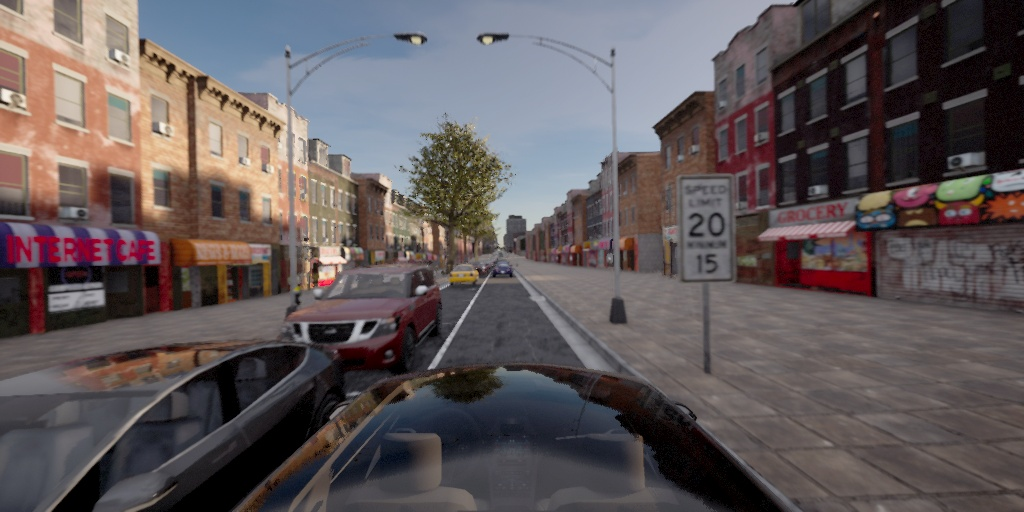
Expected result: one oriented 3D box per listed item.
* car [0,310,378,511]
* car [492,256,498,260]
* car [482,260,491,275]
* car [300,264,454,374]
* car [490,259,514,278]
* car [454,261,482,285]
[{"bbox_3d":[-2.575,1.369,2.214,1.948,1.339,4.313,0,0,-2],"label":"car"},{"bbox_3d":[-1.391,1.233,51.351,2.097,1.767,4.553,-1,0,-1],"label":"car"},{"bbox_3d":[-3.761,1.309,40.916,1.967,1.591,4.097,0,0,-2],"label":"car"},{"bbox_3d":[-2.744,1.117,7.741,2.192,1.841,5.009,0,0,-2],"label":"car"},{"bbox_3d":[-0.906,1.310,35.328,1.812,1.442,4.674,-1,0,-1],"label":"car"},{"bbox_3d":[-3.444,1.271,26.353,1.801,1.575,5.366,-1,0,-2],"label":"car"}]
